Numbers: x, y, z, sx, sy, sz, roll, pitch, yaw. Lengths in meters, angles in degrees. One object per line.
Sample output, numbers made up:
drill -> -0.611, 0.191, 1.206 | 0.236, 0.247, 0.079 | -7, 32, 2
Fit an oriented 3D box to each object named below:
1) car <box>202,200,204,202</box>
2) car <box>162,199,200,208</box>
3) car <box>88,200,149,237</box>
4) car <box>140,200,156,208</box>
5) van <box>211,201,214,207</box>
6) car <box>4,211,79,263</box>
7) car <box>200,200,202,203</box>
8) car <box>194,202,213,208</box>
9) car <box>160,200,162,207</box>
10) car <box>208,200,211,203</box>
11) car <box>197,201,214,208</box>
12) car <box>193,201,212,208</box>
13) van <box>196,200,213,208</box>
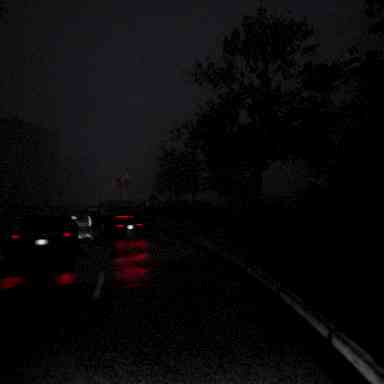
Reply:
car -> -0.986, 2.105, 58.248 | 4.892, 1.521, 2.231 | 1, -3, 8
car -> -1.743, 1.830, 52.799 | 4.892, 1.521, 2.231 | 1, -3, 8
car -> -3.693, 1.139, 15.940 | 1.837, 1.490, 4.892 | 0, 1, -28
car -> -8.741, 2.383, 66.450 | 1.837, 1.490, 4.892 | 1, -3, 8
van -> 2.482, 2.961, 82.782 | 4.442, 1.987, 1.878 | 1, -2, 8
car -> -4.859, 1.312, 11.110 | 1.994, 1.385, 4.181 | 0, 1, -20
car -> -1.370, 1.967, 55.525 | 5.008, 1.535, 2.097 | 1, -3, 8
car -> 3.104, 3.387, 88.248 | 4.892, 1.521, 2.231 | 1, -2, 8
car -> -5.520, 2.388, 66.011 | 1.882, 1.535, 5.008 | 1, -3, 8
car -> 1.246, 2.897, 74.607 | 4.674, 1.452, 2.002 | 1, -2, 8
car -> 3.887, 3.441, 93.705 | 4.553, 1.767, 2.185 | 1, -2, 8
car -> 2.724, 3.168, 85.654 | 4.553, 1.767, 2.185 | 1, -2, 8
van -> 3.371, 3.254, 91.002 | 4.442, 1.987, 1.878 | 1, -2, 8
